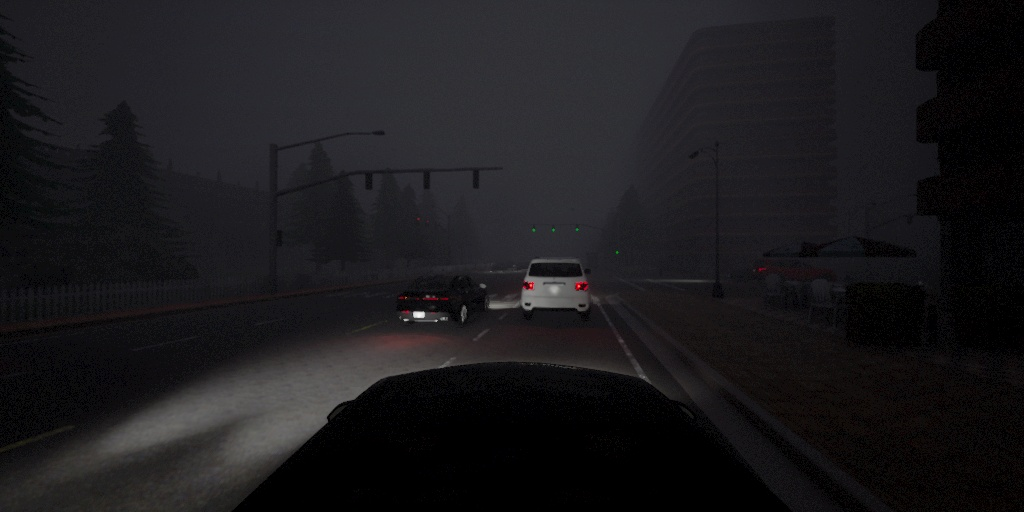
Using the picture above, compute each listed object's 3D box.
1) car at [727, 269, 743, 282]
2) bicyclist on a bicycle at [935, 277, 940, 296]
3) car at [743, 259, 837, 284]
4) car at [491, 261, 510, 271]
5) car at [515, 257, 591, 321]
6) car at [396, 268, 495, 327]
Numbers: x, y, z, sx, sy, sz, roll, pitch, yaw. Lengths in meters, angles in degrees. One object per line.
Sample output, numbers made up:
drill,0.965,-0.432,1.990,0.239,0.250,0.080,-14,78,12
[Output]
car,22.060,1.551,32.060,4.902,1.511,2.128,0,0,9
bicyclist on a bicycle,21.463,1.253,17.506,0.582,1.620,1.656,0,-1,9
car,22.015,1.252,28.296,5.566,2.045,2.150,0,0,8
car,-1.969,1.677,56.870,1.812,1.442,4.674,0,0,9
car,1.691,1.060,13.179,2.150,2.045,5.566,0,0,9
car,-2.073,1.326,11.872,1.837,1.490,4.892,0,-1,9
